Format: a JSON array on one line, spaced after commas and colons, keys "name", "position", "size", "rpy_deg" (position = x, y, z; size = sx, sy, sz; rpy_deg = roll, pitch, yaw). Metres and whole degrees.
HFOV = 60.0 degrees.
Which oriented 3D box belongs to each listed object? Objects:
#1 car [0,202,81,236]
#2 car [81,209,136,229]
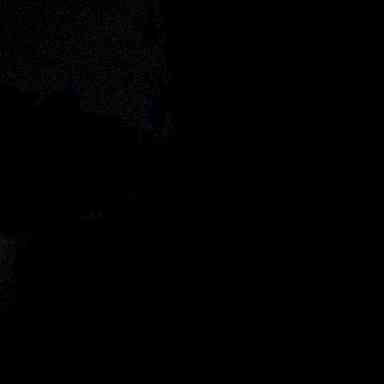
[{"name": "car", "position": [-9.570, 1.529, 19.684], "size": [2.192, 1.841, 5.009], "rpy_deg": [0, -1, 36]}, {"name": "car", "position": [-6.243, 1.844, 24.326], "size": [1.752, 1.417, 4.829], "rpy_deg": [0, -1, 36]}]
